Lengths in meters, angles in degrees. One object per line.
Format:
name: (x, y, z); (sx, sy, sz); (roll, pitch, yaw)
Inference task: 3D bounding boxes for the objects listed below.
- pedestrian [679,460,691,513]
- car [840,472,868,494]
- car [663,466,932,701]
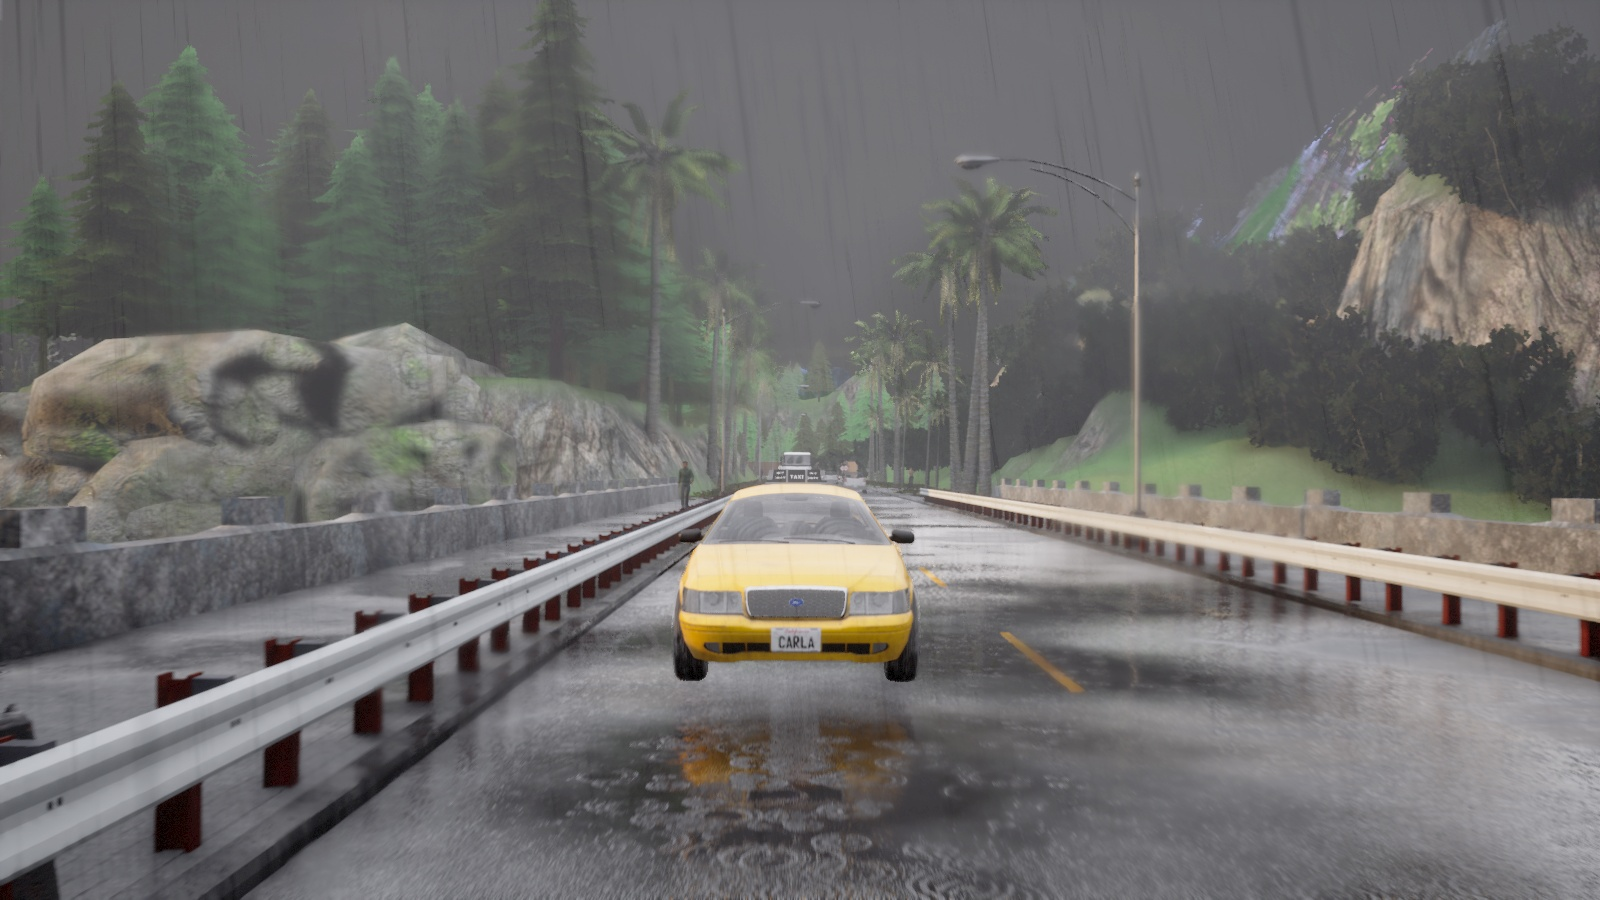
pedestrian: (-4.061, 1.285, 44.450); (0.353, 1.847, 0.614); (0, -1, 0)
car: (3.810, 2.301, 88.848); (1.845, 1.501, 3.633); (0, -1, 0)
car: (-0.024, 0.939, 11.144); (1.801, 1.575, 5.366); (0, -1, 0)
